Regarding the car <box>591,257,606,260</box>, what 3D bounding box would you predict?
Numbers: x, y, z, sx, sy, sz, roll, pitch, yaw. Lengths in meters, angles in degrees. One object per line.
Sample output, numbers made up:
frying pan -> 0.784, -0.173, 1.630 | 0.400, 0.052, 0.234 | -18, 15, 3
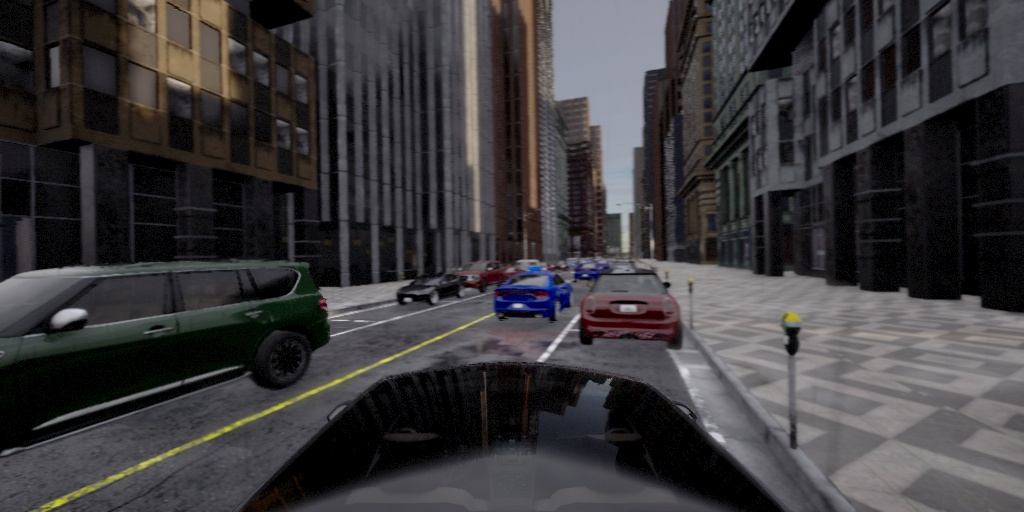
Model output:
car -> 11.414, 1.260, 45.387 | 1.882, 1.535, 5.008 | -1, 0, 18

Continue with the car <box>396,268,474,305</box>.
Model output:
car -> -3.723, 1.489, 17.245 | 1.948, 1.339, 4.313 | 0, 0, 18

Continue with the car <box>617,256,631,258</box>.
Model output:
car -> 11.327, 1.041, 36.085 | 2.192, 1.841, 5.009 | 0, 0, 18

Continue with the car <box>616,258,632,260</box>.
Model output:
car -> 7.858, 1.172, 25.359 | 1.967, 1.591, 4.097 | 0, 0, 18

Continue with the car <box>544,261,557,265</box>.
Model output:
car -> 3.214, 1.351, 38.699 | 1.967, 1.591, 4.097 | 0, 0, 18

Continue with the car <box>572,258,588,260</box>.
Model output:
car -> 9.583, 1.374, 49.474 | 1.812, 1.442, 4.674 | -1, -1, 18

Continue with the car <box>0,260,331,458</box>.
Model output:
car -> -5.046, 1.094, 4.572 | 2.150, 2.045, 5.566 | -1, 0, 18

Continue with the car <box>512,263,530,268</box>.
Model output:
car -> -0.254, 1.462, 27.972 | 1.888, 1.381, 4.507 | 0, 0, 18

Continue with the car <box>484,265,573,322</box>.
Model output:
car -> 0.932, 1.275, 12.644 | 1.882, 1.535, 5.008 | -1, 0, 18

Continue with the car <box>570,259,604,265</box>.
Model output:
car -> 6.163, 1.266, 28.820 | 1.882, 1.535, 5.008 | -1, 0, 18

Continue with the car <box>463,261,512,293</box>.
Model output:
car -> -1.989, 1.235, 22.608 | 2.192, 1.841, 5.009 | 0, 0, 18

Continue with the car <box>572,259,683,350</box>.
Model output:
car -> 3.025, 1.086, 9.335 | 2.097, 1.767, 4.553 | -1, 0, 18

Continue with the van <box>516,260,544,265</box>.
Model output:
van -> 1.480, 1.255, 33.335 | 1.690, 1.789, 3.998 | 0, 0, 18

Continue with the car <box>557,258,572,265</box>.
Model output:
car -> 6.683, 1.345, 49.425 | 1.967, 1.591, 4.097 | 0, 0, 18
